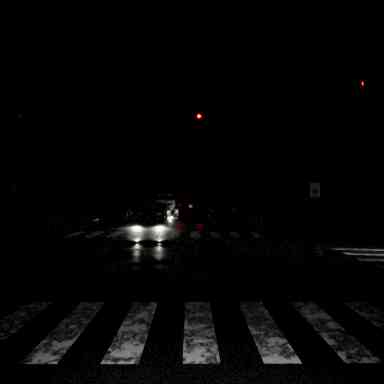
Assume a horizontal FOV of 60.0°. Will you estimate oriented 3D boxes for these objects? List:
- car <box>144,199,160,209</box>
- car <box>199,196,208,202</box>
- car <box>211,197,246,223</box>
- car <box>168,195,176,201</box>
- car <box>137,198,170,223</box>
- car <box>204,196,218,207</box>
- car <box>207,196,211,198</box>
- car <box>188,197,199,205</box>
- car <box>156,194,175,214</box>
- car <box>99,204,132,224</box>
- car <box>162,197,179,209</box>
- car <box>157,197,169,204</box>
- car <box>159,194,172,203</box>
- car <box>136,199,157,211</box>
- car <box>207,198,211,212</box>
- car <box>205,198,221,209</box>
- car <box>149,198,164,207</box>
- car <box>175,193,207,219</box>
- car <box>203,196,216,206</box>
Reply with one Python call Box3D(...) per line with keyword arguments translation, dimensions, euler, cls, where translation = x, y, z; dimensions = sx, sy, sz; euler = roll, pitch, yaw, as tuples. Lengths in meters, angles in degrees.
Box3D(translation=(-5.583, 1.616, 47.044), dimensions=(1.802, 1.307, 4.206), euler=(0, 0, 0), cls="car")
Box3D(translation=(2.647, 1.573, 75.849), dimensions=(1.837, 1.490, 4.892), euler=(0, 0, 0), cls="car")
Box3D(translation=(2.857, 1.326, 25.193), dimensions=(2.192, 1.841, 5.009), euler=(0, 0, 0), cls="car")
Box3D(translation=(-5.412, 1.533, 90.701), dimensions=(1.967, 1.590, 4.097), euler=(0, 0, 0), cls="car")
Box3D(translation=(-3.004, 1.489, 25.620), dimensions=(1.882, 1.535, 5.008), euler=(0, 0, 0), cls="car")
Box3D(translation=(2.964, 1.481, 52.475), dimensions=(1.967, 1.590, 4.097), euler=(0, 0, 0), cls="car")
Box3D(translation=(2.921, 1.579, 41.561), dimensions=(2.008, 1.369, 4.403), euler=(0, 0, 0), cls="car")
Box3D(translation=(0.330, 1.614, 60.511), dimensions=(1.994, 1.385, 4.181), euler=(0, 0, 1), cls="car")
Box3D(translation=(-2.963, 1.243, 35.687), dimensions=(2.150, 2.045, 5.566), euler=(0, 0, 0), cls="car")
Box3D(translation=(-5.668, 1.576, 25.217), dimensions=(1.947, 1.339, 4.313), euler=(0, 0, 0), cls="car")
Box3D(translation=(-2.913, 1.525, 46.131), dimensions=(2.128, 1.511, 4.902), euler=(0, 0, 0), cls="car")
Box3D(translation=(-5.519, 1.635, 63.416), dimensions=(1.802, 1.307, 4.206), euler=(0, 0, 0), cls="car")
Box3D(translation=(-5.497, 1.375, 68.873), dimensions=(2.192, 1.841, 5.009), euler=(0, 0, 0), cls="car")
Box3D(translation=(-5.604, 1.579, 41.587), dimensions=(2.008, 1.369, 4.403), euler=(0, 0, 0), cls="car")
Box3D(translation=(2.900, 1.588, 36.105), dimensions=(1.947, 1.339, 4.313), euler=(0, 0, 0), cls="car")
Box3D(translation=(2.942, 1.585, 47.018), dimensions=(2.008, 1.369, 4.403), euler=(0, 0, 0), cls="car")
Box3D(translation=(-5.561, 1.623, 52.501), dimensions=(1.802, 1.307, 4.206), euler=(0, 0, 0), cls="car")
Box3D(translation=(0.046, 1.239, 29.740), dimensions=(2.150, 2.045, 5.566), euler=(0, 0, 3), cls="car")
Box3D(translation=(2.985, 1.487, 57.931), dimensions=(1.967, 1.590, 4.097), euler=(0, 0, 0), cls="car")
